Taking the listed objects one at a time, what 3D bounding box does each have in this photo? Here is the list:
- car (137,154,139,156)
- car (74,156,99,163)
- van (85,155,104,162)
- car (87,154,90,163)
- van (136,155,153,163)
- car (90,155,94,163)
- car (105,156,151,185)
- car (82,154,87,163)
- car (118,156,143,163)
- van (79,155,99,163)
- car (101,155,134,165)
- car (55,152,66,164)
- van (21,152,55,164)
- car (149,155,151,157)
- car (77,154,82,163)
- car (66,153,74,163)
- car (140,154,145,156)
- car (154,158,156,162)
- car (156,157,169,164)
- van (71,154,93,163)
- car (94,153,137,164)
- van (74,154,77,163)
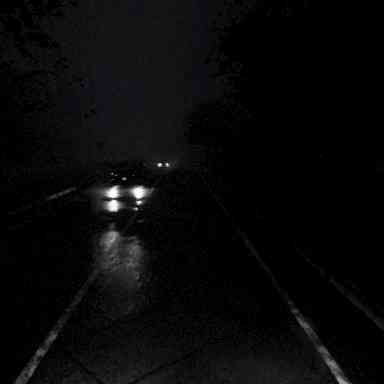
[{"bbox_3d":[-12.155,-5.537,56.861,5.008,1.535,2.097,0,6,-2],"label":"car"},{"bbox_3d":[-25.827,-7.967,81.476,5.366,1.575,1.946,0,6,-2],"label":"car"},{"bbox_3d":[-26.150,-8.963,89.571,4.442,1.987,1.878,0,5,-2],"label":"van"},{"bbox_3d":[-25.745,-7.161,73.202,5.008,1.535,2.097,0,6,-2],"label":"car"},{"bbox_3d":[-13.163,-9.200,92.730,4.442,1.987,1.878,0,5,-2],"label":"van"},{"bbox_3d":[-25.831,-7.427,75.958,4.892,1.521,2.231,0,6,-2],"label":"car"},{"bbox_3d":[-4.035,-1.334,21.784,1.837,1.490,4.892,0,8,-2],"label":"car"},{"bbox_3d":[-25.654,-6.880,70.321,5.008,1.535,2.097,0,6,-2],"label":"car"},{"bbox_3d":[-12.500,-6.580,67.907,4.674,1.452,2.002,0,6,-2],"label":"car"},{"bbox_3d":[-25.981,-8.457,84.206,4.442,1.987,1.878,0,6,-2],"label":"van"},{"bbox_3d":[-12.067,-5.252,54.105,4.892,1.521,2.231,0,6,-2],"label":"car"},{"bbox_3d":[-25.256,-5.796,56.645,5.566,2.045,2.435,0,6,-2],"label":"car"},{"bbox_3d":[-25.255,-5.474,53.769,4.442,1.987,1.878,0,6,-2],"label":"van"},{"bbox_3d":[-12.815,-7.665,78.953,4.792,1.488,2.163,0,6,-2],"label":"car"},{"bbox_3d":[-25.545,-6.750,67.678,4.553,1.767,2.185,0,6,-2],"label":"car"},{"bbox_3d":[-25.396,-6.088,62.178,4.892,1.521,2.231,0,6,-2],"label":"car"},{"bbox_3d":[-12.294,-6.334,62.356,5.566,2.045,2.435,0,6,-2],"label":"car"},{"bbox_3d":[-13.221,-9.002,89.958,5.566,2.045,2.435,0,5,-2],"label":"car"},{"bbox_3d":[-5.284,-6.008,62.992,1.895,1.301,4.718,0,6,-1],"label":"car"},{"bbox_3d":[-26.041,-7.921,78.688,4.442,1.987,1.878,0,6,-2],"label":"van"},{"bbox_3d":[-11.789,-4.965,51.358,5.366,1.575,1.946,0,6,-2],"label":"car"},{"bbox_3d":[-25.606,-6.581,64.908,4.442,1.987,1.878,0,6,-2],"label":"van"}]
